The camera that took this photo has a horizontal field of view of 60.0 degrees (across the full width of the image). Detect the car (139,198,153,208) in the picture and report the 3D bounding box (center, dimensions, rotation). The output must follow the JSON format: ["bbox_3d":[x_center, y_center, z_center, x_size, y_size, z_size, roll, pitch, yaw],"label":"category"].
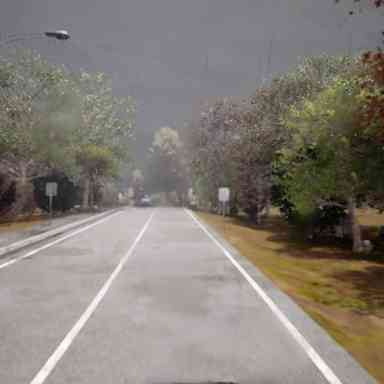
[{"bbox_3d":[-6.713,1.596,49.314,1.812,1.442,4.674,0,-2,-4],"label":"car"}]
